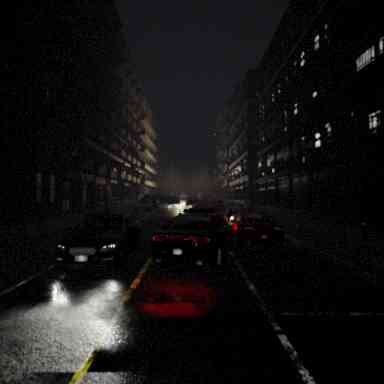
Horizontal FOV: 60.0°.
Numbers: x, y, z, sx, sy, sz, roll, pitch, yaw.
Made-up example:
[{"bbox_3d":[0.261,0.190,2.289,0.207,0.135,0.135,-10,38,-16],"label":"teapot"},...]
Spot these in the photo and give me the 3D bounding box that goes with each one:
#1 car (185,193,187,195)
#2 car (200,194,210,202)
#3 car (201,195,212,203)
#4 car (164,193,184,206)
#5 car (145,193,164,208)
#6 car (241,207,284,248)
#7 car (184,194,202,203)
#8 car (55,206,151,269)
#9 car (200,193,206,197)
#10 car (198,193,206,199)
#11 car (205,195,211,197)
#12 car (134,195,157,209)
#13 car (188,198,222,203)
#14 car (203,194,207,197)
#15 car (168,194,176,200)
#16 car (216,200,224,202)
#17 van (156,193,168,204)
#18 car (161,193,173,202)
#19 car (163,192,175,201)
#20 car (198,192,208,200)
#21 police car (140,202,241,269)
[{"bbox_3d":[0.095,1.329,61.603,1.994,1.385,4.181,0,0,0],"label":"car"},{"bbox_3d":[2.701,1.189,69.519,1.967,1.590,4.097,1,0,0],"label":"car"},{"bbox_3d":[2.682,1.304,63.988,1.887,1.381,4.507,1,0,0],"label":"car"},{"bbox_3d":[-2.763,1.336,51.501,2.033,1.411,5.357,0,0,0],"label":"car"},{"bbox_3d":[-5.226,1.135,41.940,2.192,1.841,5.009,2,0,0],"label":"car"},{"bbox_3d":[2.606,1.473,14.212,1.887,1.381,4.507,1,0,0],"label":"car"},{"bbox_3d":[0.083,1.401,47.771,1.895,1.301,4.718,0,0,1],"label":"car"},{"bbox_3d":[-2.833,1.434,10.972,2.128,1.511,4.902,0,0,0],"label":"car"},{"bbox_3d":[2.674,1.316,58.458,1.887,1.381,4.507,1,0,0],"label":"car"},{"bbox_3d":[2.692,1.160,91.645,1.967,1.590,4.097,1,0,0],"label":"car"},{"bbox_3d":[2.640,1.384,36.334,1.887,1.381,4.507,1,0,0],"label":"car"},{"bbox_3d":[-5.240,1.365,36.240,1.752,1.417,4.829,2,0,0],"label":"car"},{"bbox_3d":[0.856,1.376,20.883,1.882,1.535,5.008,0,0,0],"label":"car"},{"bbox_3d":[2.648,1.370,41.866,2.008,1.369,4.403,1,0,0],"label":"car"},{"bbox_3d":[-5.165,1.291,86.185,1.947,1.339,4.313,1,0,0],"label":"car"},{"bbox_3d":[2.615,1.428,19.914,1.752,1.417,4.829,1,0,0],"label":"car"},{"bbox_3d":[-5.202,1.113,58.531,1.690,1.788,3.998,1,0,0],"label":"van"},{"bbox_3d":[-5.184,1.064,69.592,2.192,1.841,5.009,1,0,0],"label":"car"},{"bbox_3d":[-5.175,1.055,75.122,2.192,1.841,5.009,1,0,0],"label":"car"},{"bbox_3d":[2.679,1.046,80.581,2.192,1.841,5.009,1,0,0],"label":"car"},{"bbox_3d":[0.292,1.367,11.264,1.930,1.638,5.238,0,0,15],"label":"police car"}]
